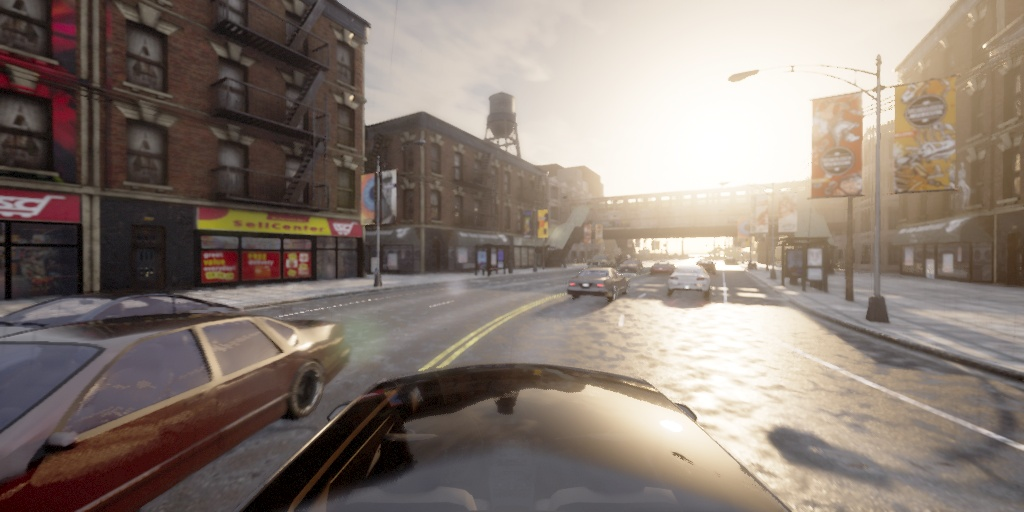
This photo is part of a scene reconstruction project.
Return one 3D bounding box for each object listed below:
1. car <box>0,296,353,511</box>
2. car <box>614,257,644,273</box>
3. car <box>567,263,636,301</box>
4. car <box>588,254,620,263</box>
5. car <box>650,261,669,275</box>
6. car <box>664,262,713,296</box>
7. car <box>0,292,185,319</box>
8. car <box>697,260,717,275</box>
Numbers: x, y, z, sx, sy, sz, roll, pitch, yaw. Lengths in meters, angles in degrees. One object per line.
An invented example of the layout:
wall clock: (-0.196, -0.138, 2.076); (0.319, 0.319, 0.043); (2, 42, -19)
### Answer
car: (-3.466, 1.284, 3.135); (2.033, 1.411, 5.357); (0, 0, 3)
car: (13.491, 1.154, 40.309); (2.033, 1.411, 5.357); (0, 0, 30)
car: (4.221, 1.238, 16.952); (2.033, 1.411, 5.357); (0, 0, 28)
car: (10.670, 0.811, 42.410); (2.150, 2.045, 5.566); (0, 1, 30)
car: (15.099, 1.193, 35.735); (1.994, 1.385, 4.181); (0, 0, 30)
car: (9.385, 1.218, 18.886); (1.812, 1.442, 4.674); (0, 0, 29)
car: (-6.518, 1.284, 5.648); (1.994, 1.385, 4.181); (0, 0, 8)
car: (20.427, 1.108, 37.910); (1.882, 1.535, 5.008); (0, 0, 30)
